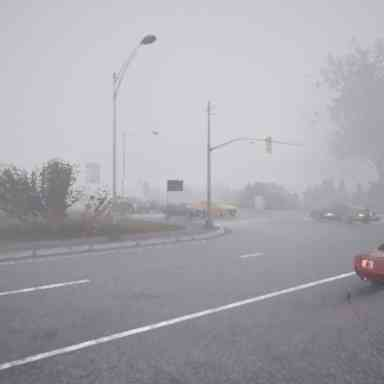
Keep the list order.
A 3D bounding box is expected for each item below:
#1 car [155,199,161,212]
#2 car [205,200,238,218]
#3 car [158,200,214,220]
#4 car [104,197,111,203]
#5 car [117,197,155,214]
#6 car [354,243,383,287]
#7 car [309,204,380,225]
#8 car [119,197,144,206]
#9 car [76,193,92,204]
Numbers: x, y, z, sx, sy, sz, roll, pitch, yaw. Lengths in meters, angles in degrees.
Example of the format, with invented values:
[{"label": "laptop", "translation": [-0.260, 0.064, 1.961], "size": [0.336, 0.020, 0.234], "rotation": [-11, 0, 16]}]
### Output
[{"label": "car", "translation": [-4.103, 1.547, 38.350], "size": [2.033, 1.411, 5.357], "rotation": [0, 0, -39]}, {"label": "car", "translation": [2.040, 1.477, 30.701], "size": [1.882, 1.535, 5.008], "rotation": [0, 0, -39]}, {"label": "car", "translation": [-0.589, 1.600, 28.382], "size": [1.895, 1.301, 4.718], "rotation": [0, 0, -39]}, {"label": "car", "translation": [-17.387, 1.598, 66.308], "size": [1.895, 1.301, 4.718], "rotation": [0, 0, -38]}, {"label": "car", "translation": [-6.294, 1.351, 35.488], "size": [2.097, 1.767, 4.553], "rotation": [0, 0, -39]}, {"label": "car", "translation": [6.005, 1.601, 8.032], "size": [4.718, 1.301, 1.895], "rotation": [0, 0, -36]}, {"label": "car", "translation": [10.991, 1.548, 24.419], "size": [2.033, 1.411, 5.357], "rotation": [0, 0, -20]}, {"label": "car", "translation": [-10.667, 1.546, 58.031], "size": [2.033, 1.411, 5.357], "rotation": [0, 0, -38]}, {"label": "car", "translation": [-21.136, 1.219, 65.580], "size": [2.150, 2.045, 5.566], "rotation": [0, 0, -38]}]
